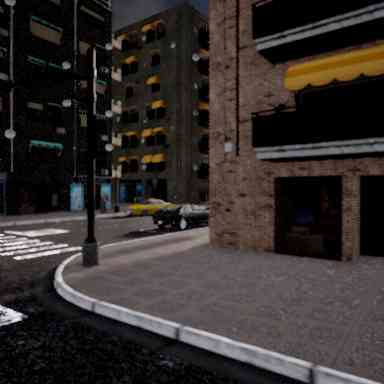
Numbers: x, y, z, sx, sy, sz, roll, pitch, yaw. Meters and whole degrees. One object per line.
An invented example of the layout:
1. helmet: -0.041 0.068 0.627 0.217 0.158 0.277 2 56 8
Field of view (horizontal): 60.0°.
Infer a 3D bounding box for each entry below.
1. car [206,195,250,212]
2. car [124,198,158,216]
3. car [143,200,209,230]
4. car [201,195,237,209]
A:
1. car: 3.797 1.120 33.992 2.033 1.411 5.357 0 1 36
2. car: -3.546 1.209 28.064 1.752 1.417 4.829 1 1 36
3. car: -0.384 1.308 19.008 2.008 1.369 4.403 1 1 36
4. car: 3.119 1.069 37.241 1.752 1.417 4.829 1 1 36
